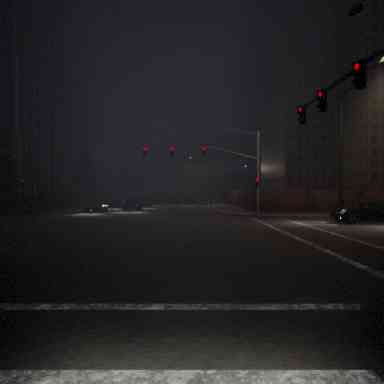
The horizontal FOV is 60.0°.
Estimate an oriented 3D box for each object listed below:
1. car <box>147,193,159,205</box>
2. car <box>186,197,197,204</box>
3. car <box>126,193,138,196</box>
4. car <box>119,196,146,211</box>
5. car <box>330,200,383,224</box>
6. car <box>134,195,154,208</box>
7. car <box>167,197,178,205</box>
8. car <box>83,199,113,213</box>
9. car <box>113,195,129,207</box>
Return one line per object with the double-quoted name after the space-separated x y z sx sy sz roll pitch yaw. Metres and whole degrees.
-7.168 1.221 60.122 2.150 2.045 5.566 0 0 1 "car"
-0.134 1.564 64.902 1.994 1.385 4.181 0 0 0 "car"
-10.678 1.221 58.272 2.150 2.045 5.566 0 0 0 "car"
-7.163 1.526 40.501 1.812 1.442 4.674 0 0 -1 "car"
12.364 1.352 23.844 4.553 1.767 2.097 0 0 0 "car"
-7.193 1.526 49.595 1.812 1.442 4.674 0 0 0 "car"
-3.528 1.547 60.271 2.033 1.411 5.357 0 0 0 "car"
-10.713 1.547 37.507 2.033 1.411 5.357 0 0 -3 "car"
-10.695 1.547 47.582 2.033 1.411 5.357 0 0 0 "car"
